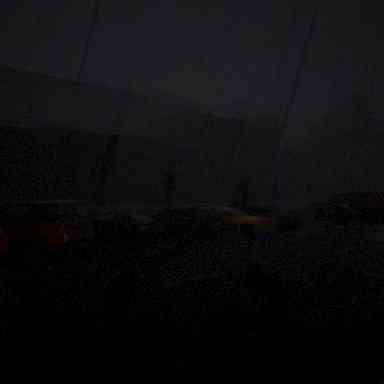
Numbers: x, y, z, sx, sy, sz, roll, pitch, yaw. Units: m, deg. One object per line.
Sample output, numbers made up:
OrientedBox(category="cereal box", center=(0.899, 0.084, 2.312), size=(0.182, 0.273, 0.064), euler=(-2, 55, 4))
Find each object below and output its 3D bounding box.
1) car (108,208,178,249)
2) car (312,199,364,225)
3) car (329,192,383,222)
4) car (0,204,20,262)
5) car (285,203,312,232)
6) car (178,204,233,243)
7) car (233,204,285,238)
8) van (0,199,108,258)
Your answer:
OrientedBox(category="car", center=(-3.168, 1.523, 14.345), size=(4.674, 1.452, 2.002), euler=(-1, 0, 35))
OrientedBox(category="car", center=(8.988, 1.416, 23.006), size=(4.674, 1.452, 2.002), euler=(-1, 0, 35))
OrientedBox(category="car", center=(11.385, 1.093, 24.755), size=(5.566, 2.045, 2.435), euler=(-1, 0, 35))
OrientedBox(category="car", center=(-8.010, 1.367, 10.869), size=(4.553, 1.767, 2.185), euler=(-1, -1, 34))
OrientedBox(category="car", center=(4.150, 1.463, 19.531), size=(4.792, 1.488, 2.163), euler=(-1, -1, 35))
OrientedBox(category="car", center=(-0.766, 1.503, 16.095), size=(4.792, 1.488, 2.163), euler=(-1, 0, 35))
OrientedBox(category="car", center=(1.849, 1.449, 17.714), size=(5.366, 1.575, 1.946), euler=(-1, -1, 35))
OrientedBox(category="van", center=(-5.499, 1.264, 12.562), size=(4.442, 1.987, 1.878), euler=(-1, -1, 35))
